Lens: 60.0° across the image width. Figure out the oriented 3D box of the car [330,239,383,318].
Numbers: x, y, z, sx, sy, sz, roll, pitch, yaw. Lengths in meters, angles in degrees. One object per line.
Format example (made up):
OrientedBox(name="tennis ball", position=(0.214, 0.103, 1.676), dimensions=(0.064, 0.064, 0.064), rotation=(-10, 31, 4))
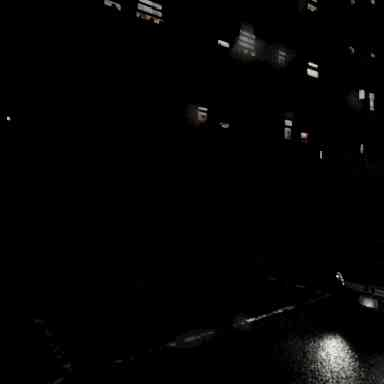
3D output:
OrientedBox(name="car", position=(4.754, 1.526, 6.750), dimensions=(4.674, 1.442, 1.812), rotation=(0, 0, -36))
